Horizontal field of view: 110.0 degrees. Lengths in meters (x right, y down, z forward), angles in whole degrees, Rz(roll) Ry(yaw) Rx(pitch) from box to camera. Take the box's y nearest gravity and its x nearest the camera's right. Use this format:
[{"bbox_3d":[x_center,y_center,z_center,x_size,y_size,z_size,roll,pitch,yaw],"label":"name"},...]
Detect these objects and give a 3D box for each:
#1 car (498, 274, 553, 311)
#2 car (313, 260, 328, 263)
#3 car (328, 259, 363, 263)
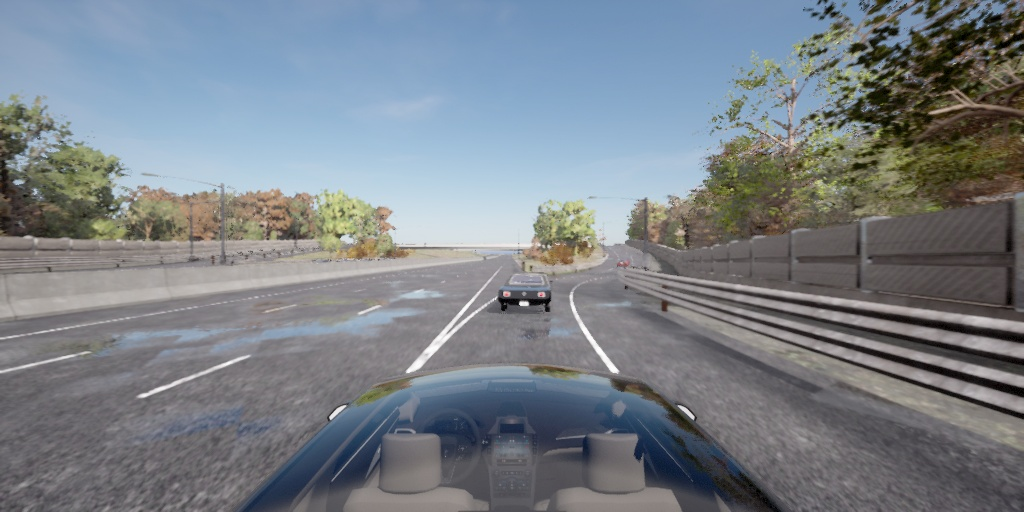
[{"bbox_3d":[0.706,1.357,14.570,1.895,1.301,4.718,0,0,7],"label":"car"},{"bbox_3d":[-28.171,1.265,53.051,1.812,1.442,4.674,0,0,0],"label":"car"},{"bbox_3d":[-24.678,1.235,53.332,2.128,1.511,4.902,0,0,0],"label":"car"}]
